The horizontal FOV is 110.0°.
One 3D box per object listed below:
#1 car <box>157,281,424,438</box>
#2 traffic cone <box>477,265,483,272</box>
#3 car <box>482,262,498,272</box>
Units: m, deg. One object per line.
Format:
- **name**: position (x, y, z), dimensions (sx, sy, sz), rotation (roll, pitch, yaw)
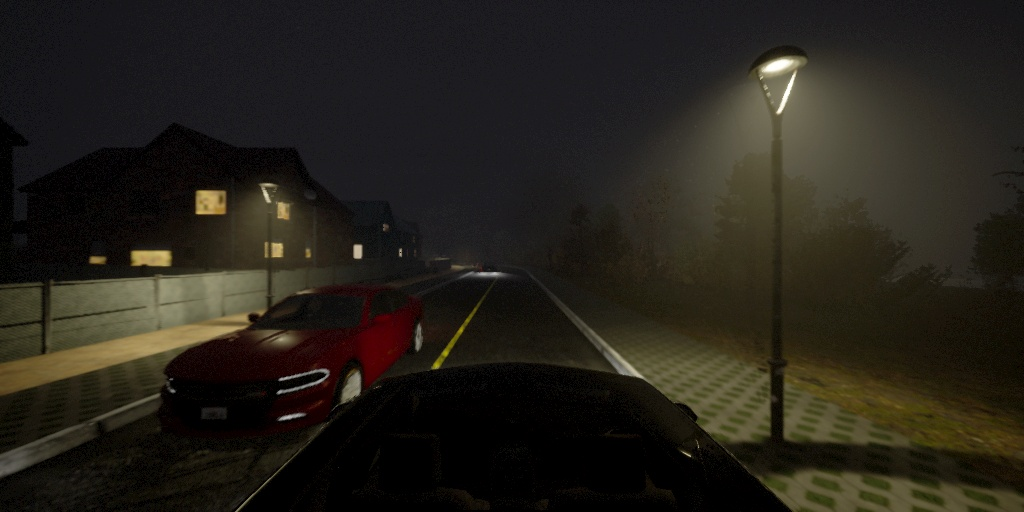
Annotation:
- **car**: position (-2.851, 1.232, 5.926), dimensions (1.882, 1.535, 5.008), rotation (0, 0, 0)
- **traffic cone**: position (-3.854, 1.544, 44.810), dimensions (0.340, 0.580, 0.340), rotation (0, 0, -3)
- **car**: position (-2.876, 1.394, 46.826), dimensions (1.895, 1.301, 4.718), rotation (0, 0, -1)
